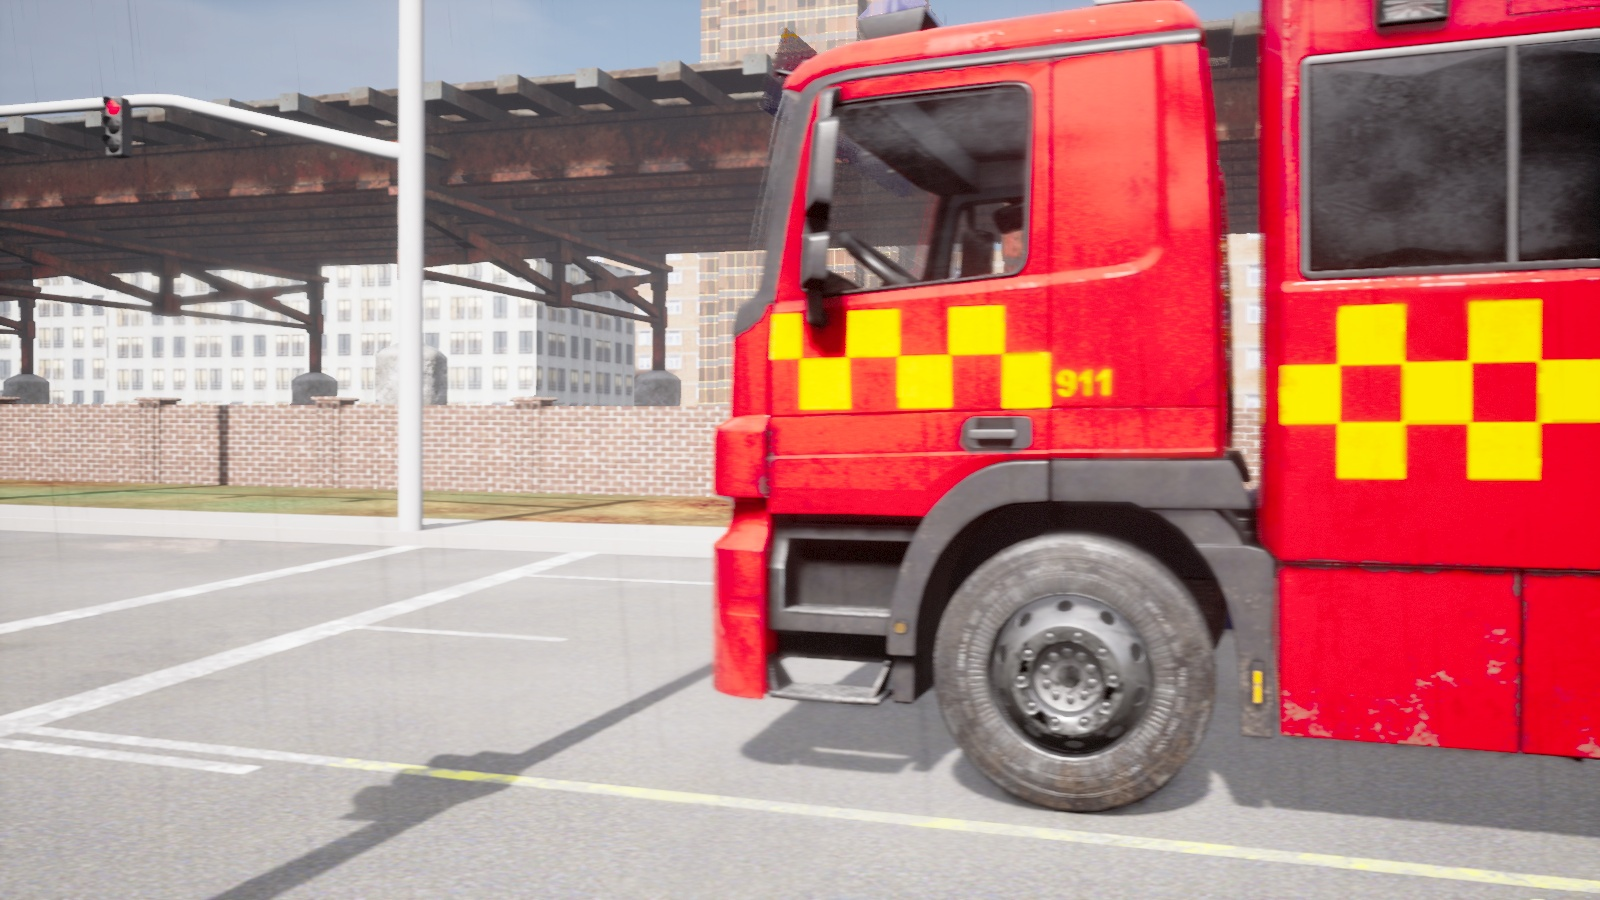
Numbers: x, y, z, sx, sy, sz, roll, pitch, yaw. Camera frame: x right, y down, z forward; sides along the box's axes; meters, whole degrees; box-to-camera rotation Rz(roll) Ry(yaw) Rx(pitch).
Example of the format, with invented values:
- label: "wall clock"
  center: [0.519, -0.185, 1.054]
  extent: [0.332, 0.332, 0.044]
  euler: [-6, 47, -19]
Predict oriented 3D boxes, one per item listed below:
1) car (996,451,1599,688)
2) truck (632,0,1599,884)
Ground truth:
- label: "car"
  center: [4.277, 0.756, 9.142]
  extent: [5.357, 1.411, 2.033]
  euler: [1, 1, 19]
- label: "truck"
  center: [3.716, -0.407, 5.586]
  extent: [8.468, 3.827, 2.891]
  euler: [1, 1, 20]
